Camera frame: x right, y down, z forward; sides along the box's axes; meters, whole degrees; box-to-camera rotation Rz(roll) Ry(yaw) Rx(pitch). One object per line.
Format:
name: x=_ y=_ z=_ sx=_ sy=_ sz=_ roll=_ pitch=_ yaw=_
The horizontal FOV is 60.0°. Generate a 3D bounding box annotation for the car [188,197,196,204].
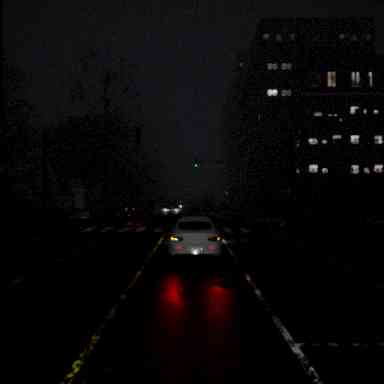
car: x=-0.008 y=1.938 z=75.046 sx=1.837 sy=1.490 sz=4.892 roll=0 pitch=0 yaw=0

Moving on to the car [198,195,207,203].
car: x=2.684 y=1.827 z=85.360 sx=2.192 sy=1.841 sz=5.009 roll=0 pitch=0 yaw=0

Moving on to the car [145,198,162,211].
car: x=-5.693 y=1.818 z=45.947 sx=1.947 sy=1.339 sz=4.313 roll=0 pitch=0 yaw=0

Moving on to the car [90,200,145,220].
car: x=-6.830 y=1.446 z=29.390 sx=4.553 sy=1.767 sz=2.097 roll=2 pitch=-1 yaw=31

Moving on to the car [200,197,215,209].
car: x=2.687 y=1.832 z=51.578 sx=1.887 sy=1.381 sz=4.507 roll=0 pitch=0 yaw=0

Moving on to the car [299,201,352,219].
car: x=13.462 y=1.778 z=33.627 sx=5.009 sy=1.841 sz=2.192 roll=1 pitch=-2 yaw=-1

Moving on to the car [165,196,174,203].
car: x=-5.697 y=1.952 z=85.359 sx=1.967 sy=1.590 sz=4.097 roll=0 pitch=0 yaw=0

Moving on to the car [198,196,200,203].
car: x=2.685 y=1.836 z=68.470 sx=1.967 sy=1.590 sz=4.097 roll=0 pitch=0 yaw=0

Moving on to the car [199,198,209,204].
car: x=2.684 y=1.985 z=74.099 sx=2.008 sy=1.369 sz=4.403 roll=0 pitch=0 yaw=0

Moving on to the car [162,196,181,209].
car: x=-3.081 y=1.762 z=51.165 sx=1.882 sy=1.535 sz=5.008 roll=0 pitch=0 yaw=0

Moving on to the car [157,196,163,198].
car: x=-5.694 y=1.846 z=57.039 sx=1.752 sy=1.417 sz=4.829 roll=0 pitch=0 yaw=0

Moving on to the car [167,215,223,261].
car: x=0.101 y=1.589 z=12.351 sx=1.812 sy=1.442 sz=4.674 roll=0 pitch=0 yaw=0

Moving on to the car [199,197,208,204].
car: x=2.683 y=2.017 z=79.729 sx=1.887 sy=1.381 sz=4.507 roll=0 pitch=0 yaw=0

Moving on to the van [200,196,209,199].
van: x=2.687 y=1.663 z=57.210 sx=1.690 sy=1.788 sz=3.998 roll=0 pitch=0 yaw=0

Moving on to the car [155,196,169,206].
car: x=-5.695 y=1.673 z=62.840 sx=2.192 sy=1.841 sz=5.009 roll=0 pitch=0 yaw=0

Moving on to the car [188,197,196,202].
car: x=-0.008 y=1.940 z=85.083 sx=1.994 sy=1.385 sz=4.181 roll=0 pitch=0 yaw=0

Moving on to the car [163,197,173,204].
car: x=-5.697 y=1.912 z=79.730 sx=1.967 sy=1.590 sz=4.097 roll=0 pitch=0 yaw=0
